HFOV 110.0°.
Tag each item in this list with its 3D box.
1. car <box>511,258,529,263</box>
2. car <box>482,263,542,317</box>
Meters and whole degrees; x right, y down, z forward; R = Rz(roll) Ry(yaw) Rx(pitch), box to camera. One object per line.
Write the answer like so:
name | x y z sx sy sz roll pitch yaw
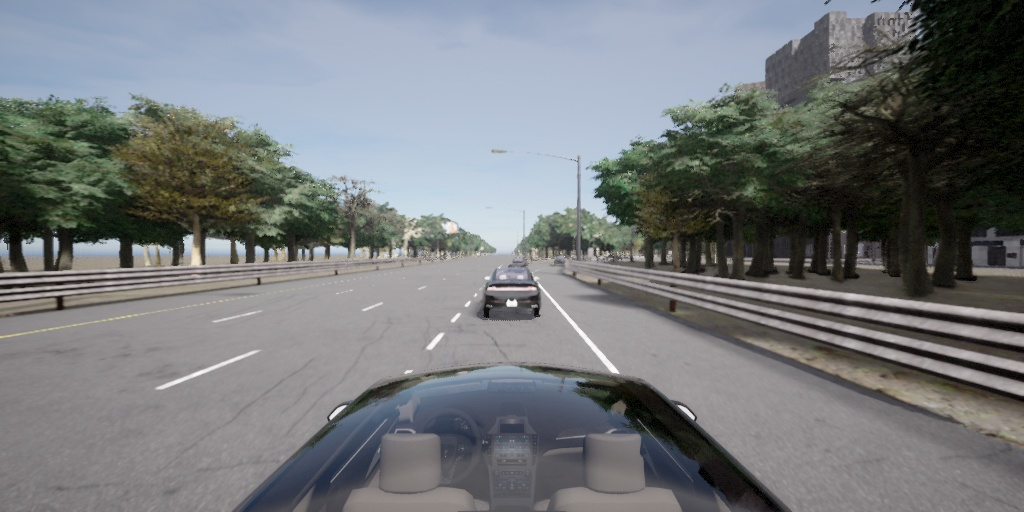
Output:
car | 0.871 0.968 39.825 2.128 1.511 4.902 0 0 8
car | -0.004 1.162 12.870 2.128 1.511 4.902 0 0 0
